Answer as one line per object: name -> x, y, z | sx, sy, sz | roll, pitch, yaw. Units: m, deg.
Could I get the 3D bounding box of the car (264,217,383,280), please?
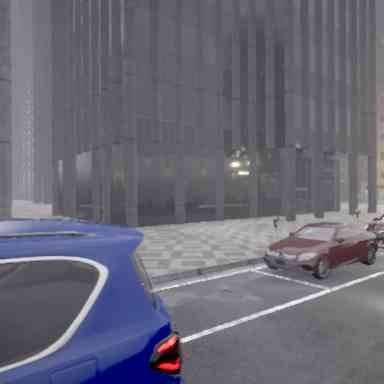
car -> 3.957, 1.564, 9.884 | 4.206, 1.307, 1.802 | 0, 0, -37

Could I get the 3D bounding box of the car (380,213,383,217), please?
car -> 8.442, 1.389, 13.304 | 4.097, 1.590, 1.967 | 0, 0, -37

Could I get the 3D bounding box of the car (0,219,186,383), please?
car -> -2.594, 1.245, 1.425 | 5.566, 2.045, 2.150 | 0, 0, -37
